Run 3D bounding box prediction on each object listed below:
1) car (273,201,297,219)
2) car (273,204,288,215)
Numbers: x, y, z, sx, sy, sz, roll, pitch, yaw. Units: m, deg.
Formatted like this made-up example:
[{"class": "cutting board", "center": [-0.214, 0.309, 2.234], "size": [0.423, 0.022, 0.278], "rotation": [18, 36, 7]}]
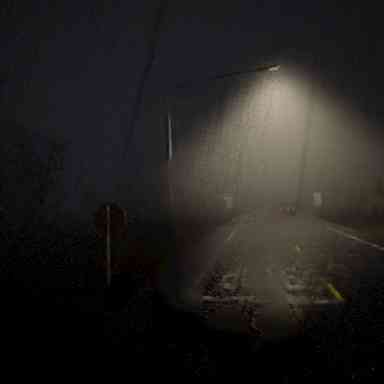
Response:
[{"class": "car", "center": [11.872, 2.223, 41.951], "size": [2.150, 2.045, 5.566], "rotation": [-2, -2, 11]}, {"class": "car", "center": [13.921, 2.766, 52.316], "size": [1.882, 1.535, 5.008], "rotation": [-2, -2, 11]}]
